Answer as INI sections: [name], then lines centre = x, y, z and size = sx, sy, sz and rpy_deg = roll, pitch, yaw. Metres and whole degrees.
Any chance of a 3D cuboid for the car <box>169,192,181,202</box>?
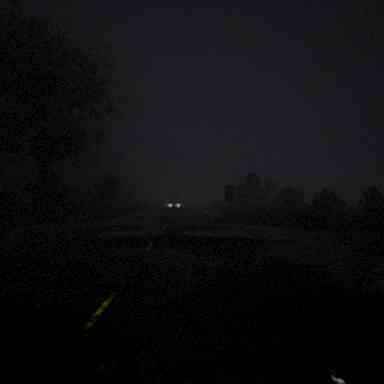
[car]
centre = -3.492, 0.996, 69.132
size = 2.150, 2.045, 5.566
rpy_deg = 0, 0, 0
